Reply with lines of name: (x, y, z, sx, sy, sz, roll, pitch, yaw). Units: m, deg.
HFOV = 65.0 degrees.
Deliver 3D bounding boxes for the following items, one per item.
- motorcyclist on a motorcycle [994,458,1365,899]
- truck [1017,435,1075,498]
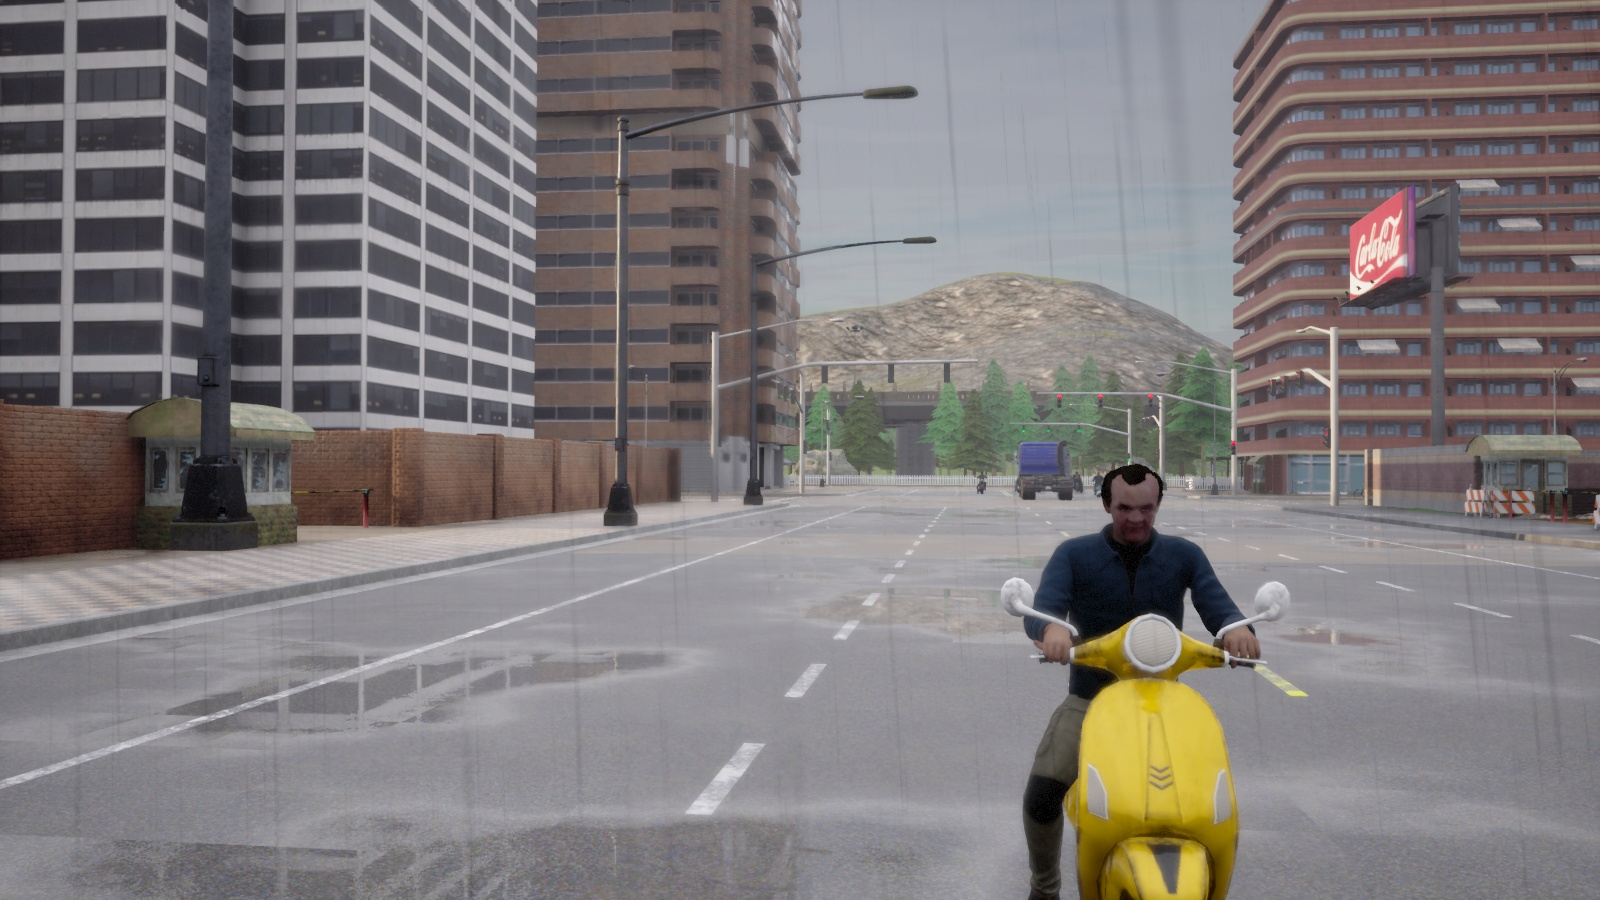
motorcyclist on a motorcycle: (1.080, 0.831, 4.042, 0.866, 1.590, 1.817, 0, -1, 8)
truck: (14.227, 1.001, 73.129, 2.891, 3.462, 7.936, 0, -1, 8)
